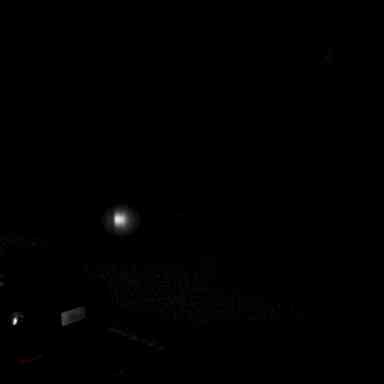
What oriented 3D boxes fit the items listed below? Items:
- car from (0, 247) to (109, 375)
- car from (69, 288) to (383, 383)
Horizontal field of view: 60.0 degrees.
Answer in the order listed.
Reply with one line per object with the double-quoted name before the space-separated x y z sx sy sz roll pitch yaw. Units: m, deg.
"car" -3.155 1.564 5.327 4.313 1.339 1.947 0 0 36
"car" 1.452 1.545 2.040 4.507 1.381 1.887 0 0 36
